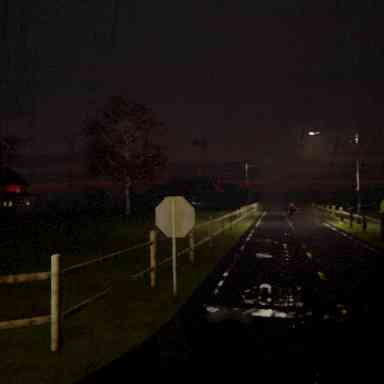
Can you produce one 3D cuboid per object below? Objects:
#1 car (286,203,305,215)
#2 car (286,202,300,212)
[{"bbox_3d":[13.726,2.210,43.573,1.837,1.490,4.892,-1,-1,14],"label":"car"},{"bbox_3d":[16.433,2.451,54.434,1.994,1.385,4.181,-1,-1,14],"label":"car"}]
